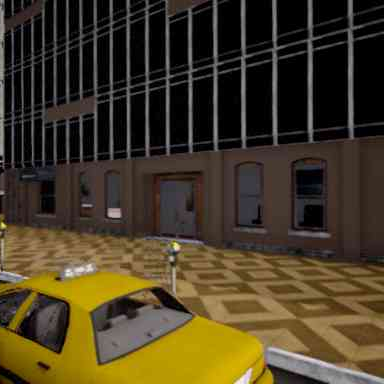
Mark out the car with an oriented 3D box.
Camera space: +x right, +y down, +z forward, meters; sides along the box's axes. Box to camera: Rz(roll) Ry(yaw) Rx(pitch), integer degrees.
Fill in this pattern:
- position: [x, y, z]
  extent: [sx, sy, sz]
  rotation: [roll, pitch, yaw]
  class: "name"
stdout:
- position: [-1.529, 1.524, 3.970]
  extent: [4.829, 1.417, 1.752]
  rotation: [0, 0, 36]
  class: "car"
